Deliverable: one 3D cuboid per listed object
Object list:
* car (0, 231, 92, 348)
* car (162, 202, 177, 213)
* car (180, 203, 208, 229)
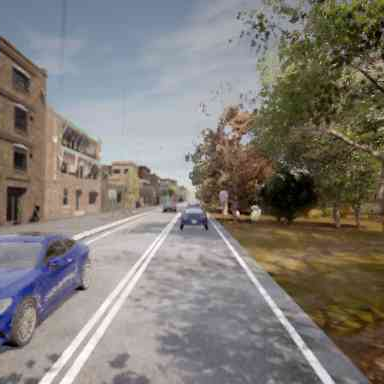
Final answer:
[{"bbox_3d":[-3.343,1.560,6.483,1.812,1.442,4.674,0,0,0],"label":"car"},{"bbox_3d":[-3.183,2.222,48.136,2.033,1.411,5.357,0,-1,1],"label":"car"},{"bbox_3d":[0.138,1.726,23.249,1.812,1.442,4.674,0,-1,0],"label":"car"}]
